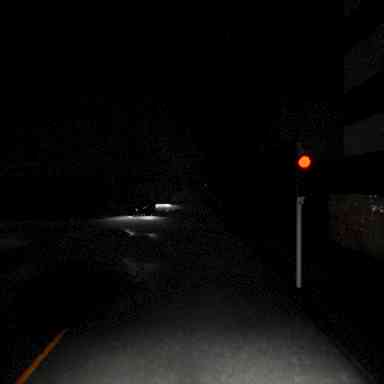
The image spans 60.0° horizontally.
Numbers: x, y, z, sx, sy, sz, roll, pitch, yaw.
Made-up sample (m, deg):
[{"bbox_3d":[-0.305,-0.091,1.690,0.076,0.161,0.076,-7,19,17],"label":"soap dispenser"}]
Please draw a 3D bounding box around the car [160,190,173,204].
[{"bbox_3d":[-4.124,0.916,48.697,2.128,1.511,4.902,0,1,0],"label":"car"}]

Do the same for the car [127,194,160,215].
[{"bbox_3d":[-4.268,1.164,28.800,1.837,1.490,4.892,0,1,2],"label":"car"}]
